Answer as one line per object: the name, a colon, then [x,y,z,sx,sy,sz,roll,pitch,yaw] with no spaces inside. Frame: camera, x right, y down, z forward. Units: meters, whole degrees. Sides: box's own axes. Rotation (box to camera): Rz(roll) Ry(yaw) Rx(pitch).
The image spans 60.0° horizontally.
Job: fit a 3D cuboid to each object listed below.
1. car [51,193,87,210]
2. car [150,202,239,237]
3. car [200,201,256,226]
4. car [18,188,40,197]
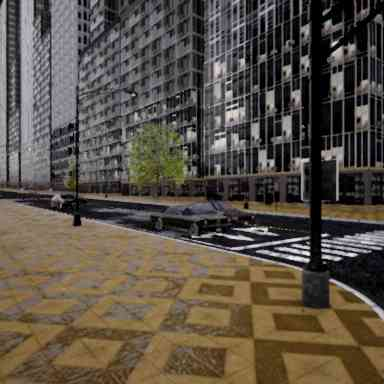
car: [-12.191,0.908,32.112,1.837,1.490,4.892,0,1,-38]
car: [-0.152,1.361,16.765,1.895,1.301,4.718,0,1,-38]
car: [1.317,1.270,20.155,2.033,1.411,5.357,0,1,-38]
car: [-22.032,0.117,44.850,2.097,1.767,4.553,0,1,-38]
